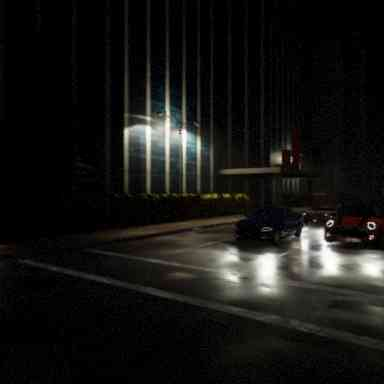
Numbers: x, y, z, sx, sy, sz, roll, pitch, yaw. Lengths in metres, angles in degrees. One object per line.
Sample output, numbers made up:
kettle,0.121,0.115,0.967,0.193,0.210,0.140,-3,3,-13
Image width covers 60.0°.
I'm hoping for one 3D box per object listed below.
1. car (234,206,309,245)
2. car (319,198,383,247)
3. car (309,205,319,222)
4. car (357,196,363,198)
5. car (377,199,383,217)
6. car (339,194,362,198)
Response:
car,3.770,1.475,15.908,1.882,1.535,5.008,0,0,35
car,7.604,1.350,15.278,2.097,1.767,4.553,0,0,35
car,9.451,1.597,24.021,1.895,1.301,4.718,0,0,35
car,13.312,1.349,23.426,2.097,1.767,4.553,0,0,35
car,19.170,1.488,31.770,2.128,1.511,4.902,0,0,35
car,15.602,1.217,32.780,2.150,2.045,5.566,0,0,35
